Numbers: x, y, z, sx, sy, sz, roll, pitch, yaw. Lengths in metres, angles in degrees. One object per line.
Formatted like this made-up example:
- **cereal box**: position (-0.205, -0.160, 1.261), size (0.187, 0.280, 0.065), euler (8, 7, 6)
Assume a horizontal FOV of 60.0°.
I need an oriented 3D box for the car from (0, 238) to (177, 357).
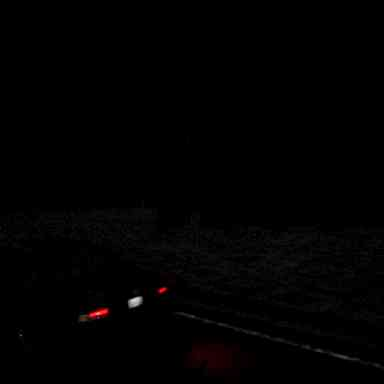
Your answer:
- **car**: position (-2.796, 1.576, 6.064), size (5.357, 1.411, 2.033), euler (0, 0, 36)
